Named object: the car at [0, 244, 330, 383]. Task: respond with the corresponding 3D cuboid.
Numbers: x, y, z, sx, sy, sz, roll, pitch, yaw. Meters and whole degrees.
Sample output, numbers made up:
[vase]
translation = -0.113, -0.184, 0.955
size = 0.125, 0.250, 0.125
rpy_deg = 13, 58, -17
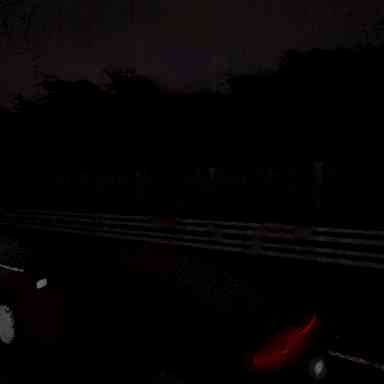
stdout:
[car]
translation = -0.819, 1.477, 4.575
size = 5.008, 1.535, 1.882
rpy_deg = 0, 0, 35
